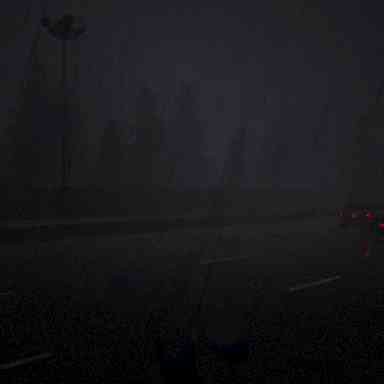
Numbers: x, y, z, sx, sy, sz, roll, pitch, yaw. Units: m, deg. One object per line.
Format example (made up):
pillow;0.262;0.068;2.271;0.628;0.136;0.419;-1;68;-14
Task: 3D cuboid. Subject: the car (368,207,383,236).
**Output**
car;10.864;1.549;15.836;5.357;1.411;2.033;0;0;-36

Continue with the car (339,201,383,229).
car;10.975;1.356;20.225;4.553;1.767;2.097;0;0;-36
